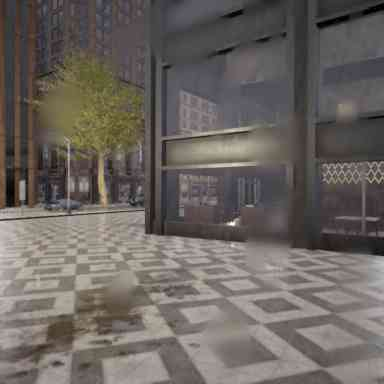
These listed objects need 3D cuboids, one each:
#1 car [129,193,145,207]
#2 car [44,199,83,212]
[{"bbox_3d":[-6.663,1.099,48.759,2.150,2.045,5.566,0,0,36],"label":"car"},{"bbox_3d":[-14.514,1.471,37.811,1.994,1.385,4.181,0,0,35],"label":"car"}]
